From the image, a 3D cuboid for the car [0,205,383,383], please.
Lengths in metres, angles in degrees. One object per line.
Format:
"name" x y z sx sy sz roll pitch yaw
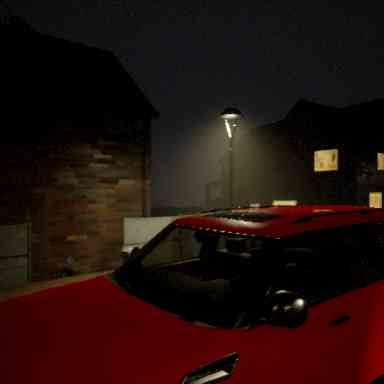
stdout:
"car" 0.647 1.211 3.521 5.566 2.045 2.150 0 0 -35
